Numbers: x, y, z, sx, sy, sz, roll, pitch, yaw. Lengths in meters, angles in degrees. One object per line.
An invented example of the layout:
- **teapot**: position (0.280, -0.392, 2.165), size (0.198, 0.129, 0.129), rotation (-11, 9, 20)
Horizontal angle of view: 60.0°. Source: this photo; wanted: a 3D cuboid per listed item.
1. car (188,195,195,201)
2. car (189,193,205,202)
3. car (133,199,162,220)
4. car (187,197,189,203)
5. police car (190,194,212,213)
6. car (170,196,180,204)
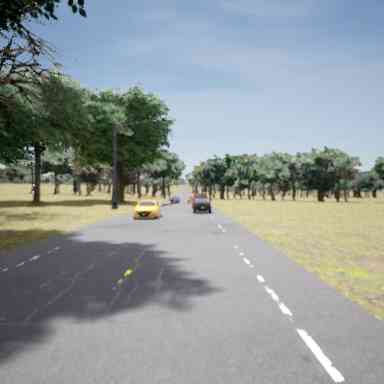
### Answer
- **car**: position (-0.071, 1.643, 90.345), size (1.812, 1.442, 4.674), rotation (0, -1, 0)
- **car**: position (1.053, 1.175, 45.160), size (2.150, 2.045, 5.566), rotation (0, 0, 0)
- **car**: position (-3.595, 1.386, 27.318), size (1.882, 1.535, 5.008), rotation (0, 0, 0)
- **car**: position (0.003, 1.541, 69.603), size (1.882, 1.535, 5.008), rotation (0, 0, 0)
- **police car**: position (1.052, 1.341, 35.236), size (1.930, 1.638, 5.238), rotation (0, 0, 0)
- **car**: position (-3.497, 1.591, 69.207), size (1.882, 1.535, 5.008), rotation (0, 0, 0)
